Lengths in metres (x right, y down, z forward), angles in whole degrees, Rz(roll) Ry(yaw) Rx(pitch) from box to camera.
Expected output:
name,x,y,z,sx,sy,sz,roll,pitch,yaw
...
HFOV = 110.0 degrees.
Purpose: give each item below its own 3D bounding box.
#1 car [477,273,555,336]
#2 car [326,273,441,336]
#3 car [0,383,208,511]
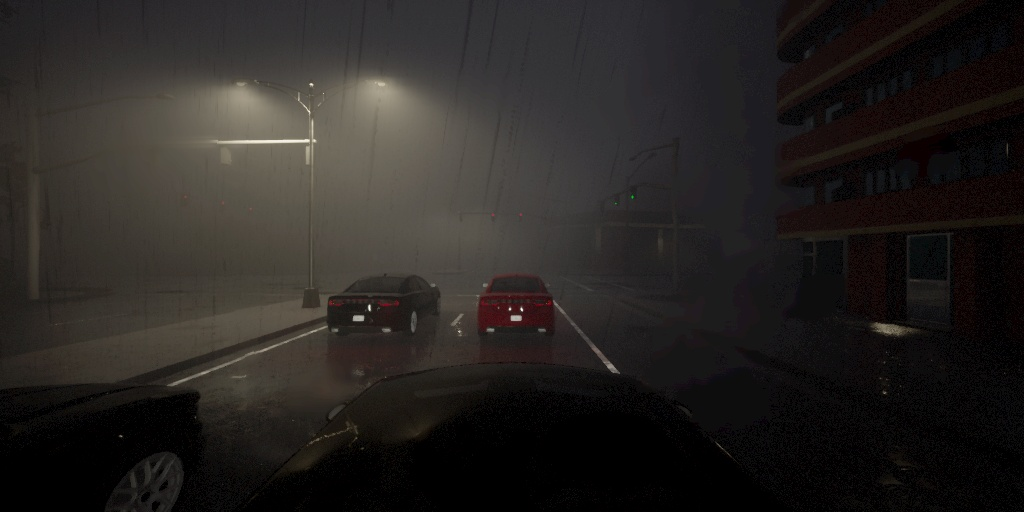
name,x,y,z,sx,sy,sz,roll,pitch,yaw
car,0.121,1.228,10.421,1.882,1.535,5.008,0,0,1
car,-3.384,1.228,10.411,1.882,1.535,5.008,0,0,0
car,-3.409,1.228,0.838,1.882,1.535,5.008,0,0,0
